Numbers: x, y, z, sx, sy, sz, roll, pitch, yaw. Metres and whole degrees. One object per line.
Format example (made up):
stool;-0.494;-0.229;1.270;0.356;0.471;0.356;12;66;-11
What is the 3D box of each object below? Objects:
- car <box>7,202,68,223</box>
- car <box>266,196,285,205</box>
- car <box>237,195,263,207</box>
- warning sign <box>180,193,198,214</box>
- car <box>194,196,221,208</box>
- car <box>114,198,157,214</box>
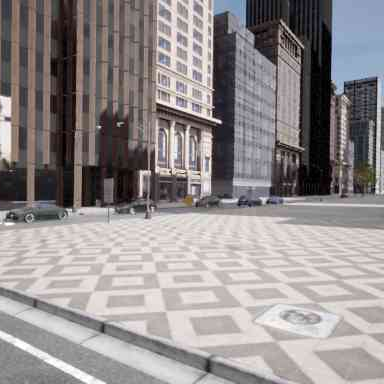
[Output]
car;-11.471;1.470;24.932;1.994;1.385;4.181;1;1;35
car;13.942;1.362;55.475;1.994;1.385;4.181;1;1;35
car;8.341;1.192;47.469;2.097;1.767;4.553;1;1;36
warning sign;-0.266;1.077;30.688;1.300;1.860;1.060;1;1;35
car;2.121;1.313;44.104;1.837;1.490;4.892;1;2;36
car;-5.558;1.369;33.281;1.837;1.490;4.892;1;1;35
